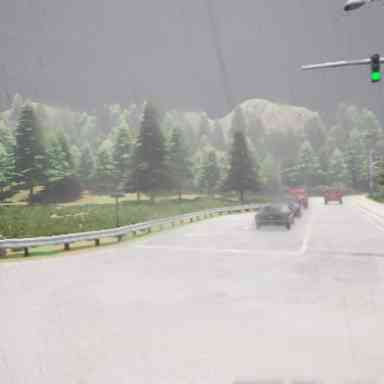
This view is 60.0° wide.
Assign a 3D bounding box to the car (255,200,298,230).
[{"bbox_3d":[4.995,1.391,19.738,1.895,1.301,4.718,-2,0,21],"label":"car"}]

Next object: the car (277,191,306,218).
[{"bbox_3d":[7.570,1.046,26.374,2.097,1.767,4.553,-2,0,21],"label":"car"}]

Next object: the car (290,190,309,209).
[{"bbox_3d":[11.488,0.769,36.314,2.150,2.045,5.566,-2,0,22],"label":"car"}]

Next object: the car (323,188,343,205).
[{"bbox_3d":[18.495,0.530,43.633,2.150,2.045,5.566,-2,0,23],"label":"car"}]

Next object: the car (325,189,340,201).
[{"bbox_3d":[22.505,0.512,53.252,2.097,1.767,4.553,-2,0,23],"label":"car"}]
